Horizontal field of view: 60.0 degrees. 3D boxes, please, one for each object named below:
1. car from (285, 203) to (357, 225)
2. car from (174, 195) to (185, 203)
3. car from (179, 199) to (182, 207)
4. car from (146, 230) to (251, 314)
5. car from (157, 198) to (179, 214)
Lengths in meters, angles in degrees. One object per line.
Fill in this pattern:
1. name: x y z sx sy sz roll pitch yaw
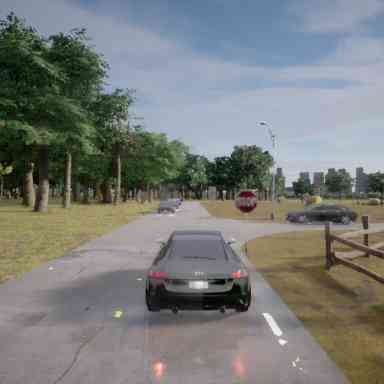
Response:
1. car: 9.276 1.596 24.046 4.892 1.490 1.837 0 -2 2
2. car: -2.745 1.508 72.975 2.128 1.511 4.902 0 -1 0
3. car: -2.833 1.680 47.438 1.812 1.442 4.674 0 0 0
4. car: 0.106 1.572 7.740 1.994 1.385 4.181 0 0 0
5. car: -2.821 1.640 37.700 2.033 1.411 5.357 0 0 -1
